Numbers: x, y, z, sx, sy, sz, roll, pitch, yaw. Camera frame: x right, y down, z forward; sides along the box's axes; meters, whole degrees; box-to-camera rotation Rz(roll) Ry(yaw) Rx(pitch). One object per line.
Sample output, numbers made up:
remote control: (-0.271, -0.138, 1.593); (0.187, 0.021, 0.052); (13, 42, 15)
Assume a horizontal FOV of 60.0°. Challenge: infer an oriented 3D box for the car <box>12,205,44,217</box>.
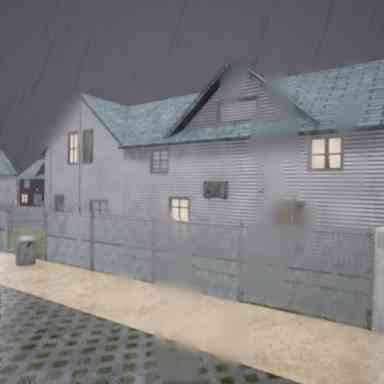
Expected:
car: (-15.094, 1.979, 32.175); (1.994, 1.385, 4.181); (2, 0, 36)
